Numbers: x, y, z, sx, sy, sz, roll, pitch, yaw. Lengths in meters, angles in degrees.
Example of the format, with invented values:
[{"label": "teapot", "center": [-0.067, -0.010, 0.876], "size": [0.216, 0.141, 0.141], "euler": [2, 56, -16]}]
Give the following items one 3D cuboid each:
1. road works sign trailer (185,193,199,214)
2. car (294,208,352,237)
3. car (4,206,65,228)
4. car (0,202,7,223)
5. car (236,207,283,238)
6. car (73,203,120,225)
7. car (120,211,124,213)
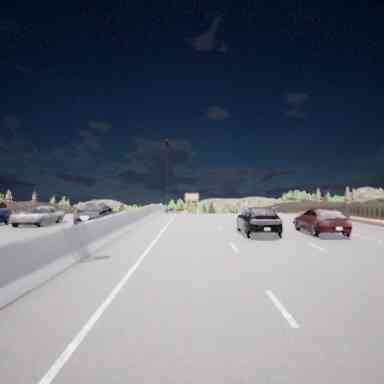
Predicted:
[{"label": "road works sign trailer", "center": [-0.016, 1.893, 53.858], "size": [2.380, 3.560, 2.880], "euler": [0, -6, 0]}, {"label": "car", "center": [7.094, 1.602, 18.317], "size": [1.812, 1.442, 4.674], "euler": [0, 0, 0]}, {"label": "car", "center": [-10.605, 1.695, 23.061], "size": [1.895, 1.301, 4.718], "euler": [0, 0, 0]}, {"label": "car", "center": [-14.104, 1.443, 22.323], "size": [2.097, 1.767, 4.553], "euler": [0, 0, 0]}, {"label": "car", "center": [3.594, 1.568, 18.274], "size": [2.128, 1.511, 4.902], "euler": [0, 0, 0]}, {"label": "car", "center": [-7.103, 1.591, 24.326], "size": [2.128, 1.511, 4.902], "euler": [0, 0, 0]}, {"label": "car", "center": [-14.026, 4.317, 64.704], "size": [2.033, 1.411, 5.357], "euler": [0, -7, 0]}]
